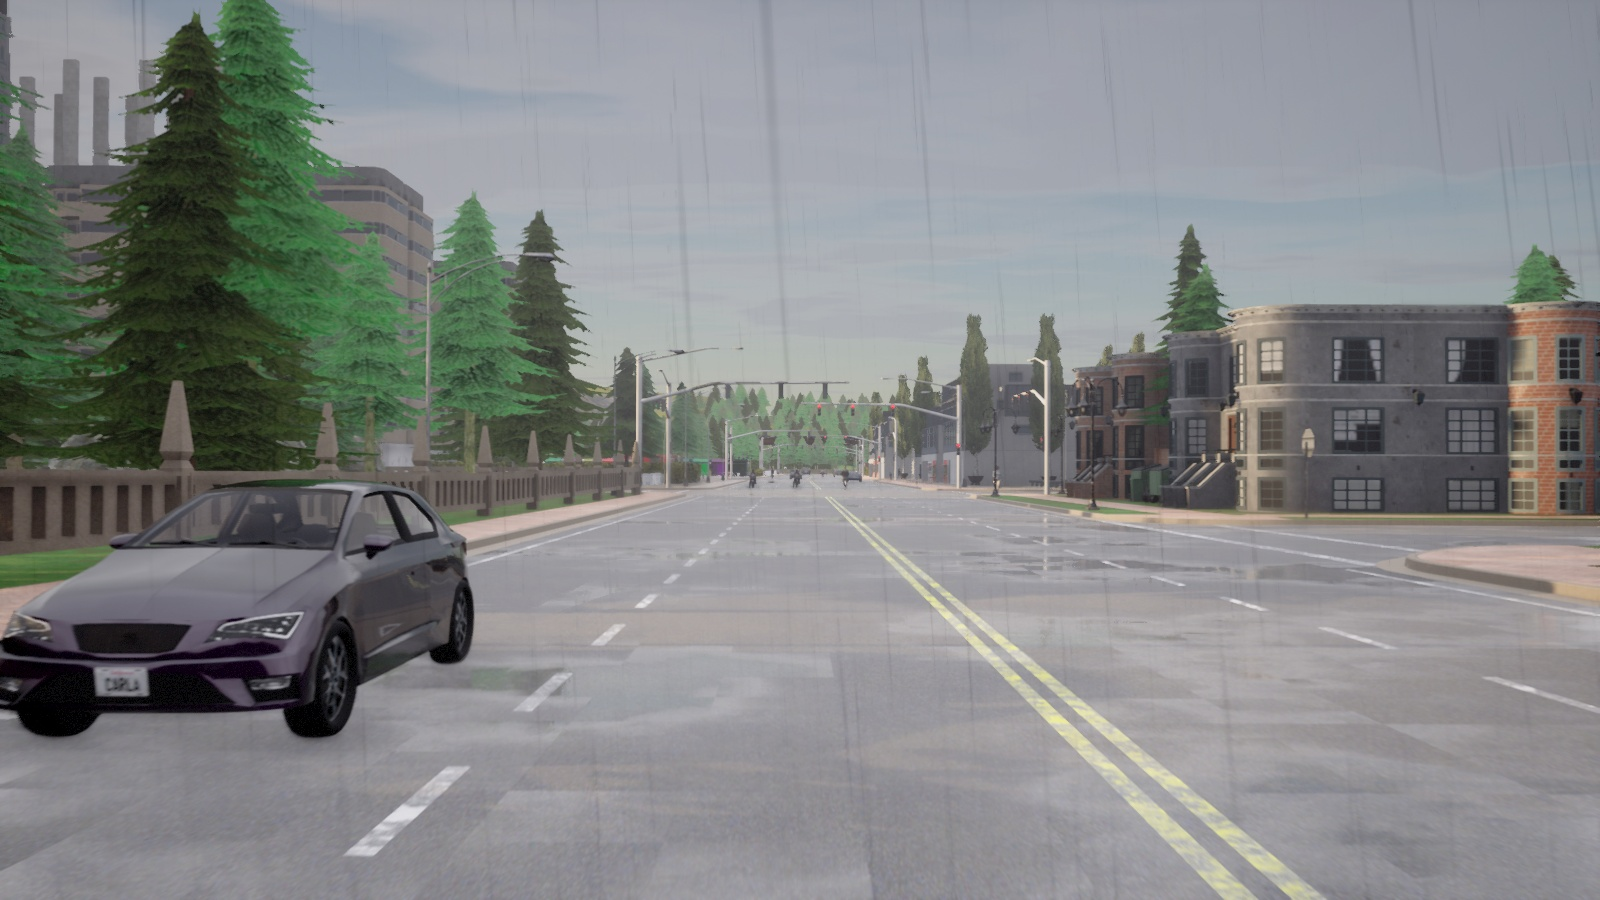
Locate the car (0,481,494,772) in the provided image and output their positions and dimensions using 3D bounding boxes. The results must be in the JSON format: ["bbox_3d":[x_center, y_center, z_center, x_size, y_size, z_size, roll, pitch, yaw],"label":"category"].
[{"bbox_3d":[-3.521,0.971,8.659,1.816,1.474,4.193,0,-1,0],"label":"car"}]
